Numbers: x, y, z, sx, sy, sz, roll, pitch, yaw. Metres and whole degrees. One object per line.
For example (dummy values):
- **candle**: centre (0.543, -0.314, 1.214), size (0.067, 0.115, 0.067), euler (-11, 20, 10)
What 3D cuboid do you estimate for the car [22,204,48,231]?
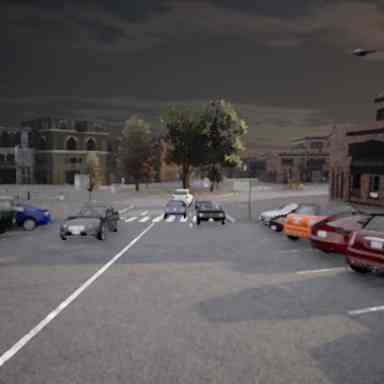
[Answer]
- **car**: centre (-10.616, 1.401, 18.784), size (5.008, 1.535, 2.097), euler (-1, 1, -18)

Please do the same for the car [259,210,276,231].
- **car**: centre (6.338, 1.401, 17.467), size (4.792, 1.488, 2.163), euler (1, 1, -20)

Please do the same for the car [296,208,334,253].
- **car**: centre (6.415, 1.435, 11.591), size (4.792, 1.488, 2.163), euler (1, 0, -20)

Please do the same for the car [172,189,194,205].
- **car**: centre (-1.076, 0.682, 40.458), size (2.150, 2.045, 5.566), euler (0, 3, 5)

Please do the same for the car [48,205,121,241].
- **car**: centre (-4.783, 1.404, 16.244), size (2.128, 1.511, 4.902), euler (0, 0, 1)

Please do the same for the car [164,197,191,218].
- **car**: centre (-1.331, 1.389, 28.178), size (2.033, 1.411, 5.357), euler (0, 1, 0)

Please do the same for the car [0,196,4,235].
- **car**: centre (-10.778, 1.181, 12.803), size (5.566, 2.045, 2.435), euler (-1, 0, -18)

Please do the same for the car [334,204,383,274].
- **car**: centre (6.370, 1.296, 8.621), size (4.553, 1.767, 2.185), euler (1, 0, -20)

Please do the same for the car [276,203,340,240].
- **car**: centre (6.349, 1.263, 14.521), size (4.553, 1.767, 2.185), euler (1, 0, -20)

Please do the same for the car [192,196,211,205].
- **car**: centre (1.267, 1.239, 36.498), size (1.895, 1.301, 4.718), euler (0, 2, 1)

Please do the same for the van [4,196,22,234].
- **van**: centre (-10.823, 1.193, 15.747), size (4.442, 1.987, 1.878), euler (-1, 1, -18)

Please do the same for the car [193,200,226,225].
- **car**: centre (1.209, 1.473, 23.145), size (1.895, 1.301, 4.718), euler (0, 0, 0)
